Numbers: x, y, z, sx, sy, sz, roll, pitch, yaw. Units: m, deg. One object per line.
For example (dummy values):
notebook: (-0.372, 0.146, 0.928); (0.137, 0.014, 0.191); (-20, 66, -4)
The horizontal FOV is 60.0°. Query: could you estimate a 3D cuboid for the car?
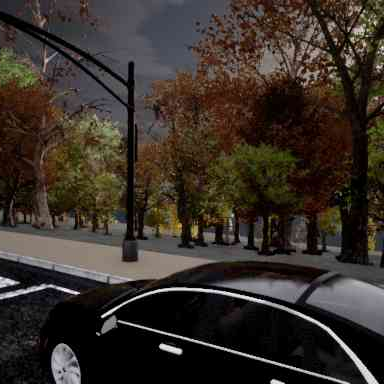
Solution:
car: (0.370, 1.504, 3.411); (4.892, 1.490, 1.837); (0, 0, 36)
